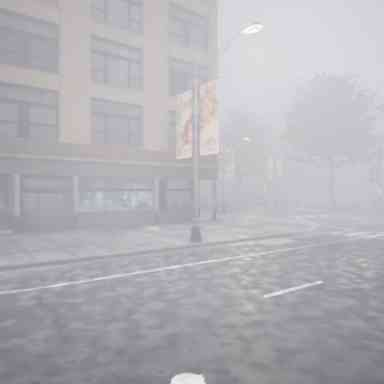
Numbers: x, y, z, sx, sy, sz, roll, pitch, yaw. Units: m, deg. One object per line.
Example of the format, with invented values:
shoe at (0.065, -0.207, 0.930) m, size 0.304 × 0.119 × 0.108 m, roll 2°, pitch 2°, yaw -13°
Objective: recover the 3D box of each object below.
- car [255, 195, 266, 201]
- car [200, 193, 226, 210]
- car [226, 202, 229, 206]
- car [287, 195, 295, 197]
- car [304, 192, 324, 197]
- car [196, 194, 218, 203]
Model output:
car at (16.111, 1.387, 82.574) m, size 2.161 × 1.482 × 4.786 m, roll 0°, pitch 0°, yaw -36°
car at (1.545, 1.210, 43.929) m, size 2.150 × 2.045 × 5.566 m, roll 0°, pitch 0°, yaw -36°
car at (2.959, 1.534, 47.948) m, size 2.033 × 1.411 × 5.357 m, roll 0°, pitch 0°, yaw -36°
car at (25.762, 1.432, 89.025) m, size 1.895 × 1.301 × 4.718 m, roll 0°, pitch 0°, yaw -36°
car at (26.588, 1.292, 75.092) m, size 2.002 × 1.452 × 4.674 m, roll 0°, pitch 0°, yaw -36°
car at (2.971, 1.341, 67.761) m, size 2.097 × 1.767 × 4.553 m, roll 0°, pitch 0°, yaw -36°
